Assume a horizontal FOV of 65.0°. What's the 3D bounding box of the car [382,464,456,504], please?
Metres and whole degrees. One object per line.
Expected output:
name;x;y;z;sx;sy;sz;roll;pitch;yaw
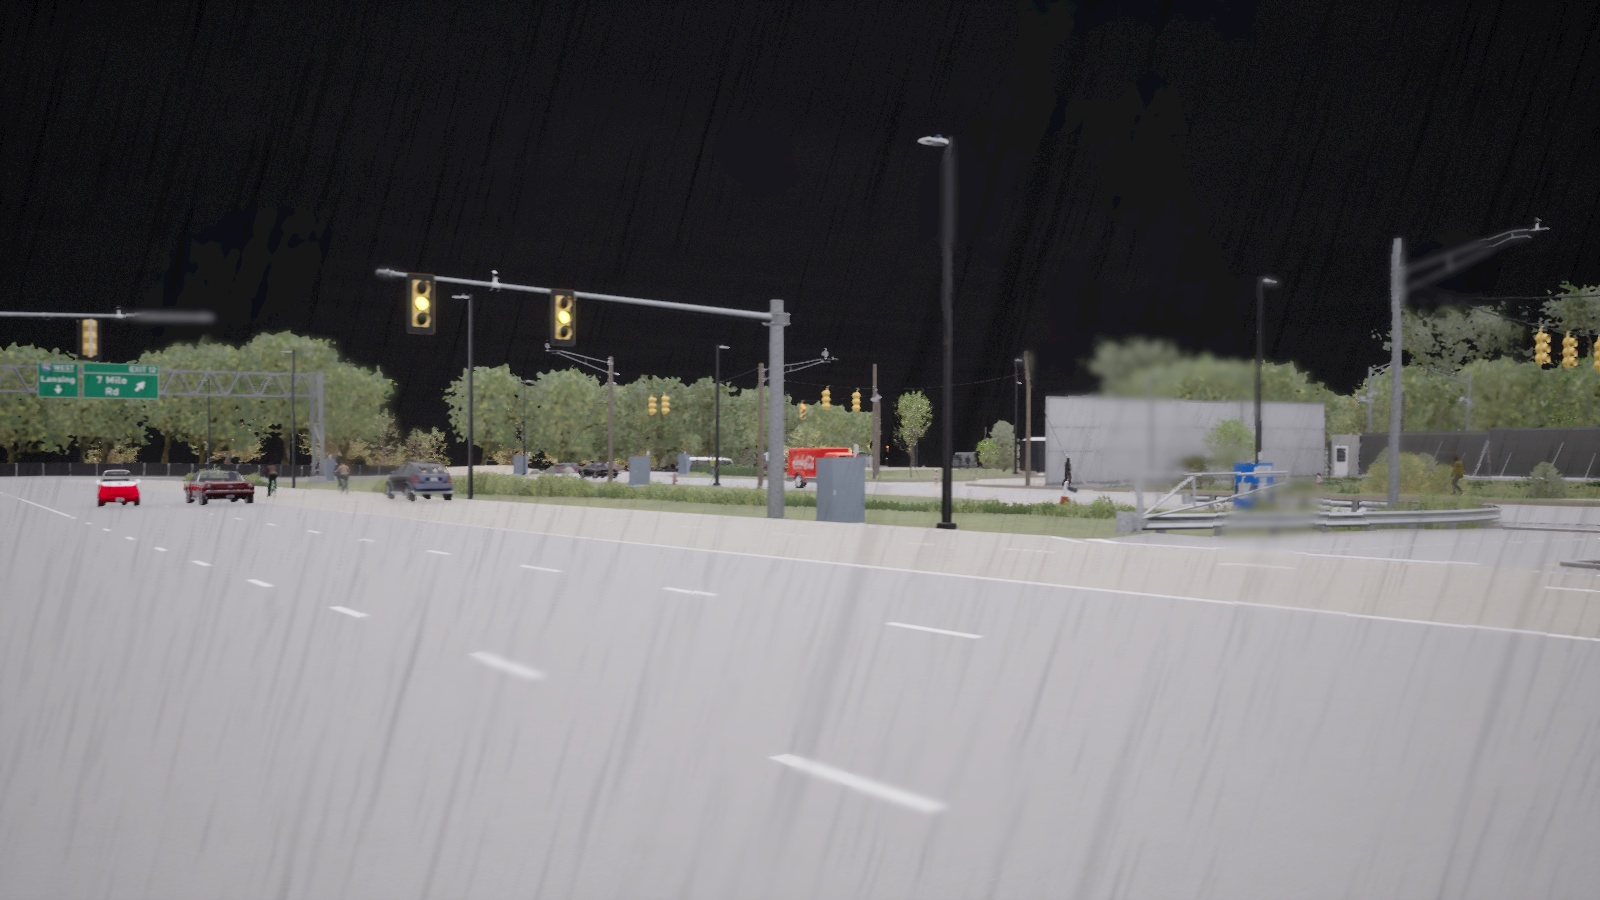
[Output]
car;-15.425;1.340;50.755;1.789;1.549;3.705;-1;0;-35

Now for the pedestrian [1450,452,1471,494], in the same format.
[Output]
pedestrian;29.522;1.015;56.162;0.370;1.835;0.726;-1;1;-36

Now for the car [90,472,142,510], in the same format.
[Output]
car;-25.712;1.534;47.171;1.481;1.376;2.207;-1;-1;-35

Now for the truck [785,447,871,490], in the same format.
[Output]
truck;1.625;1.075;74.906;2.627;2.467;5.204;-1;0;-34

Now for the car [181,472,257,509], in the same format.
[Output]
car;-22.647;1.549;48.893;1.895;1.301;4.718;-1;0;-35
